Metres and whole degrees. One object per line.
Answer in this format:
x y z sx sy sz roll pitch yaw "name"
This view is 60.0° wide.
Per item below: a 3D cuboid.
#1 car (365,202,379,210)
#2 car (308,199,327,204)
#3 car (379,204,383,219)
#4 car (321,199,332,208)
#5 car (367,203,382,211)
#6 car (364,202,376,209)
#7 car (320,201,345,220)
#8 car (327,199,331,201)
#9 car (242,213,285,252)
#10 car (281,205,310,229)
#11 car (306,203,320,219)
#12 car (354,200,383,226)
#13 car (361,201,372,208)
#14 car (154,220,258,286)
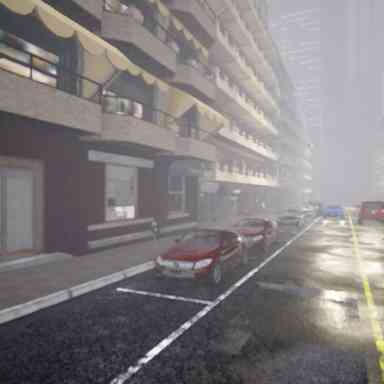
33.772 2.670 62.418 2.008 1.369 4.403 -1 -1 25 "car"
16.827 2.065 45.575 2.192 1.841 5.009 -1 -1 25 "car"
22.098 2.120 36.962 1.967 1.590 4.097 -1 -1 25 "car"
30.836 2.593 76.125 2.192 1.841 5.009 -1 -1 25 "car"
31.437 2.597 57.325 1.947 1.339 4.313 -1 -1 25 "car"
36.178 2.735 67.664 1.752 1.417 4.829 -1 -1 25 "car"
15.179 2.080 35.580 1.882 1.535 5.008 0 -1 25 "car"
28.501 2.741 71.028 2.008 1.369 4.403 -1 -1 25 "car"
2.819 1.807 15.020 1.802 1.307 4.206 -1 -1 25 "car"
7.489 1.951 25.204 2.008 1.369 4.403 -1 -1 25 "car"
12.158 2.125 35.387 2.008 1.369 4.403 -1 -1 25 "car"
15.420 1.734 28.644 2.150 2.045 5.566 0 -1 25 "car"
40.776 2.824 77.694 1.967 1.590 4.097 -1 -1 25 "car"
0.485 1.720 9.929 1.802 1.307 4.206 -1 -1 25 "car"
